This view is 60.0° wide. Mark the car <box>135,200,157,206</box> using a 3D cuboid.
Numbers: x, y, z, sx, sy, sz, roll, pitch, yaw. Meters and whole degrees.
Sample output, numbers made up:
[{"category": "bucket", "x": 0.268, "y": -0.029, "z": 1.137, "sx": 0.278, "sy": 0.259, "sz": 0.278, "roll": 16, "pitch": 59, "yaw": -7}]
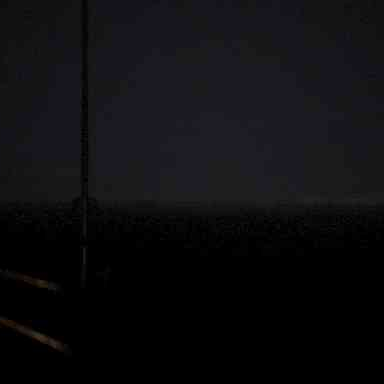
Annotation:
[{"category": "car", "x": -9.202, "y": 2.334, "z": 66.402, "sx": 1.895, "sy": 1.301, "sz": 4.718, "roll": -1, "pitch": -1, "yaw": 35}]
